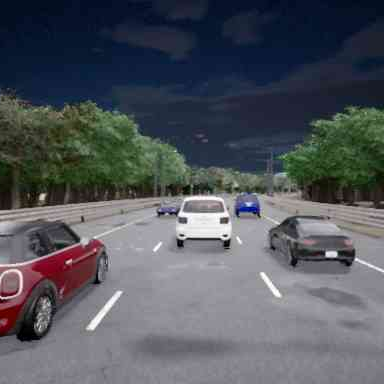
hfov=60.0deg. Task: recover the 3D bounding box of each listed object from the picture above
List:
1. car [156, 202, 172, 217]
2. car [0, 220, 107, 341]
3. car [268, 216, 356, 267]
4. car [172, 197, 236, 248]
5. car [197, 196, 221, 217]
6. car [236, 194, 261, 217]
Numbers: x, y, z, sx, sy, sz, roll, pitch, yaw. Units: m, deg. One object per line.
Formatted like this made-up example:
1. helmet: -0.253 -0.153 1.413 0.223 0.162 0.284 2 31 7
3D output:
1. car: -1.952 1.587 30.585 1.895 1.301 4.718 0 0 5
2. car: -3.247 1.345 6.696 2.097 1.767 4.553 0 0 1
3. car: 3.882 1.530 11.367 1.812 1.442 4.674 0 0 2
4. car: 0.523 1.219 14.931 2.150 2.045 5.566 0 0 2
5. car: 1.685 1.343 31.876 2.097 1.767 4.553 0 0 5
6. car: 5.140 1.219 31.372 2.150 2.045 5.566 0 0 5
